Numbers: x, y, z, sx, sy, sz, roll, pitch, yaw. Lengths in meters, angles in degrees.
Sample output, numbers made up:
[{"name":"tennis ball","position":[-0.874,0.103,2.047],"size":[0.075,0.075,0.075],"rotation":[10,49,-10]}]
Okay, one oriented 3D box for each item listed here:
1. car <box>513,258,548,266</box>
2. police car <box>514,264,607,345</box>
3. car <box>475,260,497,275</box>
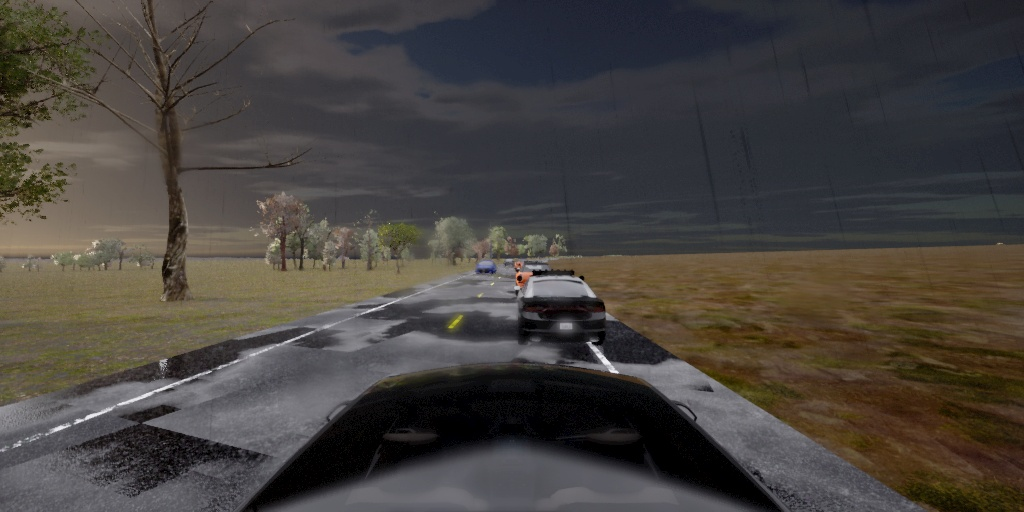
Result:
[{"name":"car","position":[1.246,1.101,19.451],"size":[2.097,1.767,4.553],"rotation":[0,0,1]},{"name":"police car","position":[1.089,1.175,9.626],"size":[1.930,1.638,5.238],"rotation":[0,0,1]},{"name":"car","position":[-2.744,1.224,38.700],"size":[1.882,1.535,5.008],"rotation":[0,0,3]}]
